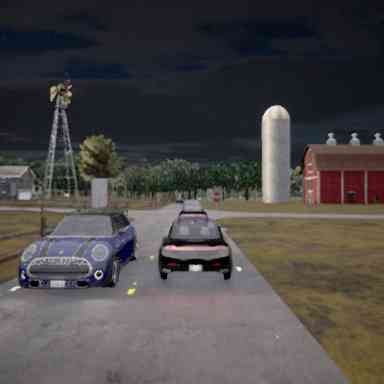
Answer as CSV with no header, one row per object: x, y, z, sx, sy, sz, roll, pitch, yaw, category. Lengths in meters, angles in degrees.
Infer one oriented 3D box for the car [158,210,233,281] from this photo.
0.083,1.502,9.911,2.128,1.511,4.902,0,0,0,car

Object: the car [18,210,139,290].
-2.840,1.361,9.297,2.097,1.767,4.553,0,0,0,car

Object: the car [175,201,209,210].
0.067,1.530,21.239,2.128,1.511,4.902,0,0,0,car

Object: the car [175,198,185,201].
-2.735,1.981,71.711,1.895,1.301,4.718,0,-1,0,car

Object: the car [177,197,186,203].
-2.732,2.113,87.351,1.994,1.385,4.181,0,-1,0,car
